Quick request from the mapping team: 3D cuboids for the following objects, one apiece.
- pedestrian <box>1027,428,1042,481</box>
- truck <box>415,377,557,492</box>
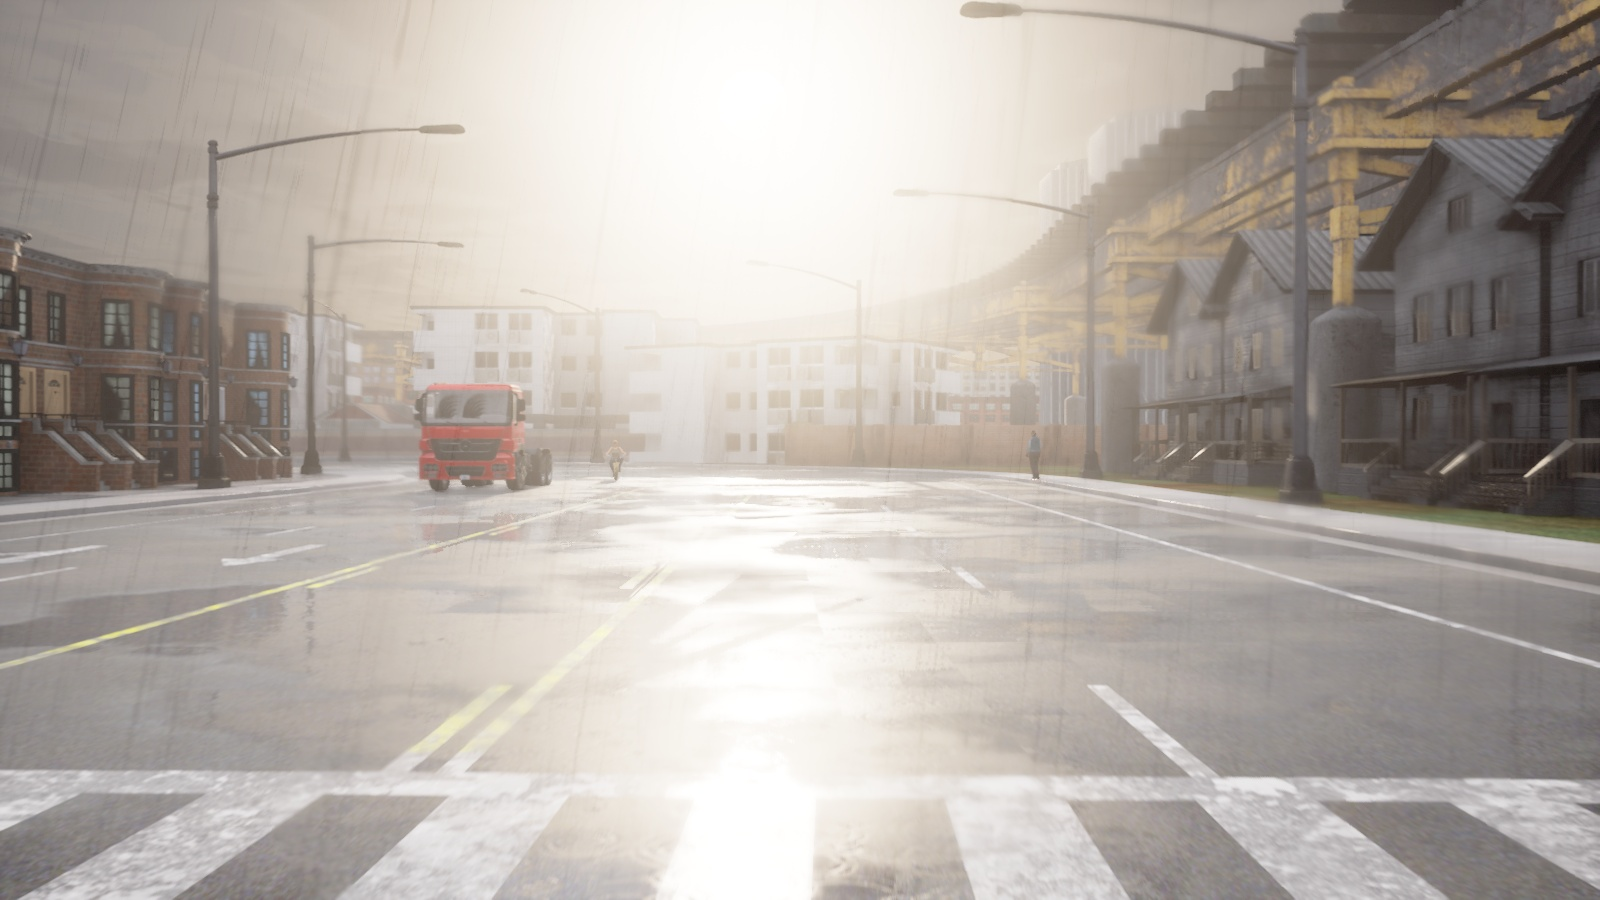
[{"bbox_3d":[8.602,0.149,46.051,0.396,1.930,0.692,0,0,-3],"label":"pedestrian"},{"bbox_3d":[-10.205,-0.479,41.722,2.891,3.462,7.936,0,0,-1],"label":"truck"}]
